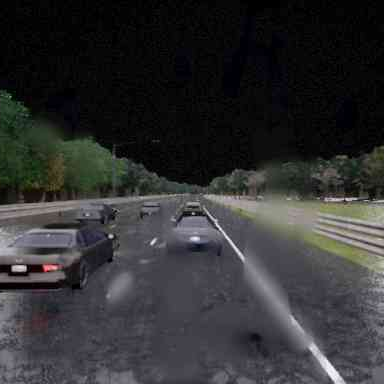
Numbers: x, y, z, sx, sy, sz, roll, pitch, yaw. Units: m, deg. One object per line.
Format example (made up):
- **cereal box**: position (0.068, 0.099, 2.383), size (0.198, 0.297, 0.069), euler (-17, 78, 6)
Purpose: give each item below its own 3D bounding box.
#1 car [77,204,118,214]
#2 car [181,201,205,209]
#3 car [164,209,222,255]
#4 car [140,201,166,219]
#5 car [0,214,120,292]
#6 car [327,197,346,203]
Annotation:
- **car**: position (-6.909, 1.580, 24.594), size (2.033, 1.411, 5.357), euler (0, 0, 0)
- **car**: position (0.093, 1.547, 29.670), size (1.837, 1.490, 4.892), euler (0, 0, 0)
- **car**: position (0.097, 1.580, 13.453), size (1.994, 1.385, 4.181), euler (0, 0, 0)
- **car**: position (-3.406, 1.534, 29.529), size (2.128, 1.511, 4.902), euler (0, 0, 0)
- **car**: position (-3.400, 1.558, 9.064), size (2.033, 1.411, 5.357), euler (0, 0, 0)
- **car**: position (34.722, 1.896, 79.617), size (1.882, 1.535, 5.008), euler (0, 0, -32)
